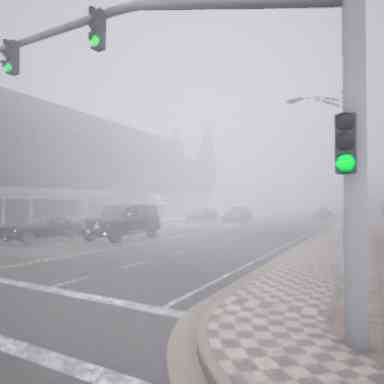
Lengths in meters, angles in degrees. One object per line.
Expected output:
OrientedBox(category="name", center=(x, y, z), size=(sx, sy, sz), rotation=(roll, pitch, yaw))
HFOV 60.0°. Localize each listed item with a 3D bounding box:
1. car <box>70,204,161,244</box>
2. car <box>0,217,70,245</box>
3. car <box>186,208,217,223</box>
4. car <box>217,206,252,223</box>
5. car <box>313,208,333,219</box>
OrientedBox(category="car", center=(-4.005, 1.745, 19.438), size=(2.150, 2.045, 5.566), rotation=(-1, -2, 28))
OrientedBox(category="car", center=(-8.377, 2.088, 18.692), size=(1.895, 1.301, 4.718), rotation=(-1, -2, 28))
OrientedBox(category="car", center=(1.145, 2.479, 36.305), size=(1.882, 1.535, 5.008), rotation=(-1, -2, 29))
OrientedBox(category="car", center=(4.904, 2.355, 35.893), size=(2.097, 1.767, 4.553), rotation=(-1, -2, 29))
OrientedBox(category="car", center=(17.288, 2.829, 43.903), size=(1.994, 1.385, 4.181), rotation=(-1, -2, 29))
